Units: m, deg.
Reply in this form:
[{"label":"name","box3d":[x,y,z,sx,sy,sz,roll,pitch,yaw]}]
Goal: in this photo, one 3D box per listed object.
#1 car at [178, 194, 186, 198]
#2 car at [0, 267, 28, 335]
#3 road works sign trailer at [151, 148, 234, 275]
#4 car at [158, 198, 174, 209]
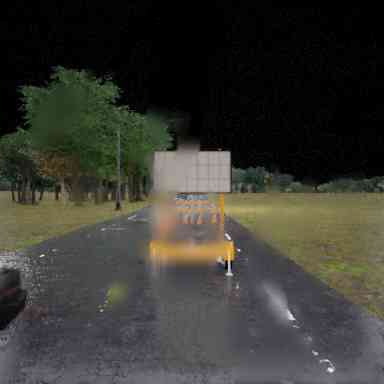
[{"label":"car","box3d":[-2.670,0.996,90.340,1.994,1.385,4.181,0,1,1]},{"label":"car","box3d":[-3.597,1.545,3.082,2.033,1.411,5.357,0,0,0]},{"label":"road works sign trailer","box3d":[0.010,0.445,10.314,2.380,3.560,2.880,0,0,0]},{"label":"car","box3d":[-3.398,1.463,43.982,1.895,1.301,4.718,0,0,1]}]
